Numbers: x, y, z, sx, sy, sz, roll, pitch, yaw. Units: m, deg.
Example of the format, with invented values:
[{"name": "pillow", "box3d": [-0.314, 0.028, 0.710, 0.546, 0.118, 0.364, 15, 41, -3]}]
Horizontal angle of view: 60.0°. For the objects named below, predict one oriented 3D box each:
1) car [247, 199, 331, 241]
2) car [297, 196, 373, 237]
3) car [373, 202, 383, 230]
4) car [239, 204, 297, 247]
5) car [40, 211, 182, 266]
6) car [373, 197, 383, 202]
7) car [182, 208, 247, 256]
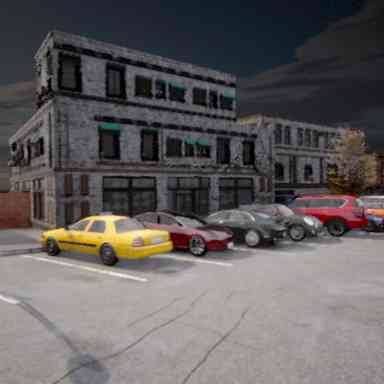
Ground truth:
[{"name": "car", "box3d": [4.135, 1.354, 16.574, 4.553, 1.767, 2.185, -1, -1, 35]}, {"name": "car", "box3d": [6.520, 1.231, 18.265, 5.566, 2.045, 2.435, -1, -1, 35]}, {"name": "car", "box3d": [8.937, 1.525, 19.954, 4.674, 1.452, 2.002, -1, -1, 35]}, {"name": "car", "box3d": [1.772, 1.481, 14.839, 4.892, 1.521, 2.231, -1, 0, 35]}, {"name": "car", "box3d": [-3.164, 1.481, 11.546, 5.366, 1.575, 1.946, -1, 0, 35]}, {"name": "car", "box3d": [11.348, 1.362, 21.634, 4.553, 1.767, 2.185, -1, -1, 35]}, {"name": "car", "box3d": [-0.597, 1.510, 13.121, 4.792, 1.488, 2.163, -1, -1, 35]}]
